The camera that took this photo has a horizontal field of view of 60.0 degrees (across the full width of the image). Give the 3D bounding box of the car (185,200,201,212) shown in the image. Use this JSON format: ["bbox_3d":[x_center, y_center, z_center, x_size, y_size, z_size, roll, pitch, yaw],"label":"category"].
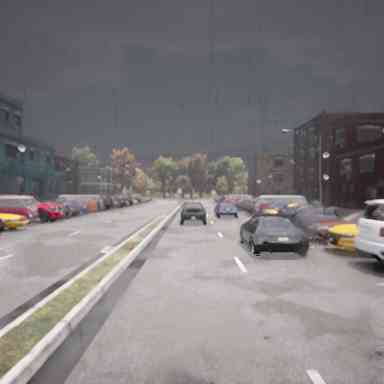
[{"bbox_3d":[0.098,1.709,41.512,1.895,1.301,4.718,0,0,0],"label":"car"}]

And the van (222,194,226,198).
[{"bbox_3d":[7.521,1.441,53.666,4.442,1.987,1.878,0,0,0],"label":"van"}]

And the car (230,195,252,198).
[{"bbox_3d":[7.607,1.469,42.636,4.553,1.767,2.185,0,0,0],"label":"car"}]

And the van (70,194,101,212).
[{"bbox_3d":[-12.663,1.325,36.003,4.442,1.987,1.878,0,0,0],"label":"van"}]

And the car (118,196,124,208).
[{"bbox_3d":[-12.535,1.658,47.053,4.674,1.452,2.002,0,0,0],"label":"car"}]

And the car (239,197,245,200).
[{"bbox_3d":[7.632,1.553,34.364,4.892,1.521,2.231,0,0,0],"label":"car"}]

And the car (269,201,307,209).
[{"bbox_3d":[7.632,1.504,20.580,4.892,1.521,2.231,0,0,0],"label":"car"}]

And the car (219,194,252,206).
[{"bbox_3d":[7.666,1.455,59.181,5.566,2.045,2.435,0,0,0],"label":"car"}]

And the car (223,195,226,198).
[{"bbox_3d":[7.643,1.647,50.907,5.008,1.535,2.097,0,0,0],"label":"car"}]

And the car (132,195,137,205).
[{"bbox_3d":[-12.561,1.430,55.458,5.566,2.045,2.435,0,0,0],"label":"car"}]

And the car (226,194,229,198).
[{"bbox_3d":[7.669,1.503,48.151,4.553,1.767,2.185,0,0,0],"label":"car"}]

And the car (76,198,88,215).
[{"bbox_3d":[-12.521,1.552,30.443,4.792,1.488,2.163,0,0,0],"label":"car"}]

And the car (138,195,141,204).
[{"bbox_3d":[-12.522,1.723,60.888,5.008,1.535,2.097,0,0,0],"label":"car"}]

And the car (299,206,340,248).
[{"bbox_3d":[7.641,1.531,15.066,4.674,1.452,2.002,0,0,0],"label":"car"}]

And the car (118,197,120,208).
[{"bbox_3d":[-12.537,1.640,44.338,4.674,1.452,2.002,0,0,0],"label":"car"}]

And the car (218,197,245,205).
[{"bbox_3d":[7.644,1.747,64.693,4.892,1.521,2.231,0,0,0],"label":"car"}]

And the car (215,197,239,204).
[{"bbox_3d":[7.643,1.788,72.968,5.008,1.535,2.097,0,0,0],"label":"car"}]

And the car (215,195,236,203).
[{"bbox_3d":[7.606,1.671,75.731,4.553,1.767,2.185,0,0,0],"label":"car"}]

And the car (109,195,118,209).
[{"bbox_3d":[-12.570,1.331,41.561,5.566,2.045,2.435,0,0,0],"label":"car"}]

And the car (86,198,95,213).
[{"bbox_3d":[-12.546,1.575,33.097,4.674,1.452,2.002,0,0,0],"label":"car"}]

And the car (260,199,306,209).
[{"bbox_3d":[7.824,1.508,23.336,5.366,1.575,1.946,0,0,0],"label":"car"}]

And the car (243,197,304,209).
[{"bbox_3d":[7.632,1.541,31.608,4.892,1.521,2.231,0,0,0],"label":"car"}]

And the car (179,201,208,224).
[{"bbox_3d":[0.099,1.540,25.090,1.837,1.490,4.892,0,0,0],"label":"car"}]

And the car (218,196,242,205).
[{"bbox_3d":[7.606,1.636,67.456,4.553,1.767,2.185,0,0,0],"label":"car"}]

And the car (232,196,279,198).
[{"bbox_3d":[7.632,1.581,39.879,4.892,1.521,2.231,0,0,0],"label":"car"}]

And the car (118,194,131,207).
[{"bbox_3d":[-12.507,1.387,49.773,5.566,2.045,2.435,0,0,0],"label":"car"}]

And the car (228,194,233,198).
[{"bbox_3d":[7.669,1.486,45.394,4.553,1.767,2.185,0,0,0],"label":"car"}]

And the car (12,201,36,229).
[{"bbox_3d":[-12.374,1.479,19.328,5.366,1.575,1.946,0,0,0],"label":"car"}]

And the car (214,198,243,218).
[{"bbox_3d":[3.099,1.605,30.969,2.033,1.411,5.357,0,0,0],"label":"car"}]

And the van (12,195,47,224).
[{"bbox_3d":[-12.440,1.265,22.108,4.442,1.987,1.878,0,0,0],"label":"van"}]

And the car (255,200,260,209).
[{"bbox_3d":[7.636,1.559,26.094,4.674,1.452,2.002,0,0,0],"label":"car"}]

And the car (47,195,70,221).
[{"bbox_3d":[-12.527,1.248,24.885,5.566,2.045,2.435,0,0,0],"label":"car"}]

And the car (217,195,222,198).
[{"bbox_3d":[7.452,1.683,56.422,5.366,1.575,1.946,0,0,0],"label":"car"}]

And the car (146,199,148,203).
[{"bbox_3d":[-12.550,1.669,72.137,4.553,1.767,2.185,0,0,0],"label":"car"}]

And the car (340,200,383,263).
[{"bbox_3d":[7.667,1.232,9.552,5.566,2.045,2.435,0,0,0],"label":"car"}]

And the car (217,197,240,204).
[{"bbox_3d":[7.635,1.815,70.212,4.674,1.452,2.002,0,0,0],"label":"car"}]

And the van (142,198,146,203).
[{"bbox_3d":[-12.404,1.558,69.229,4.442,1.987,1.878,0,0,0],"label":"van"}]

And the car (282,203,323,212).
[{"bbox_3d":[7.668,1.526,17.822,4.792,1.488,2.163,0,0,0],"label":"car"}]

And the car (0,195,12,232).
[{"bbox_3d":[-12.533,1.223,16.550,5.566,2.045,2.435,0,0,0],"label":"car"}]

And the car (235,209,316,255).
[{"bbox_3d":[3.098,1.571,13.282,1.994,1.385,4.181,0,0,0],"label":"car"}]

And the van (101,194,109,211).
[{"bbox_3d":[-12.428,1.339,38.780,4.442,1.987,1.878,0,0,0],"label":"van"}]

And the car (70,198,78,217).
[{"bbox_3d":[-12.546,1.512,27.665,4.892,1.521,2.231,0,0,0],"label":"car"}]

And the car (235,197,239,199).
[{"bbox_3d":[7.632,1.566,37.121,4.892,1.521,2.231,0,0,0],"label":"car"}]
